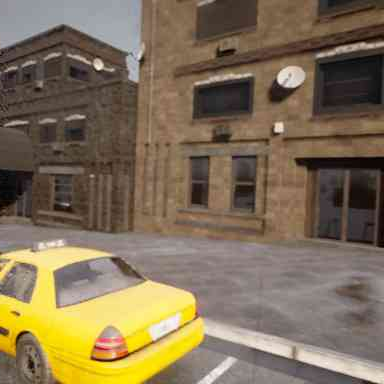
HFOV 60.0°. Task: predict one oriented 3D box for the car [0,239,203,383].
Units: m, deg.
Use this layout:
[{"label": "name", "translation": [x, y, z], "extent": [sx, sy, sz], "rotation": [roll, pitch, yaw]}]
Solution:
[{"label": "car", "translation": [-2.391, 1.521, 5.231], "extent": [5.366, 1.575, 1.946], "rotation": [-1, 0, 35]}]
